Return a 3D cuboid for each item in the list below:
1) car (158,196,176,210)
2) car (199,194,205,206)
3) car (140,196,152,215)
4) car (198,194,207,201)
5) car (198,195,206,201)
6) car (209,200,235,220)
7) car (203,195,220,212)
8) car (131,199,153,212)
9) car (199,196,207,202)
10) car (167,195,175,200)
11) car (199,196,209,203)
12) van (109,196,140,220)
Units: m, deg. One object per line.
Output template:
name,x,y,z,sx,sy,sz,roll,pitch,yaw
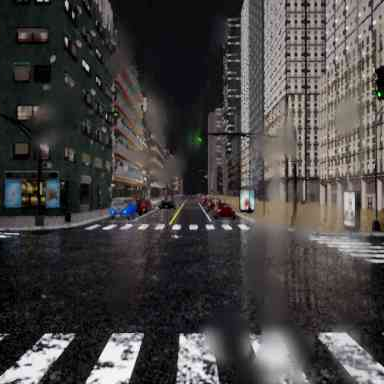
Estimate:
car,-3.074,1.567,41.994,1.994,1.385,4.181,0,0,0
car,2.599,1.449,55.531,1.967,1.590,4.097,0,0,0
car,-5.741,1.316,33.407,2.192,1.841,5.009,0,0,0
car,2.551,1.345,83.170,2.192,1.841,5.009,0,0,0
car,2.539,1.587,88.697,2.008,1.369,4.403,0,0,0
car,2.648,1.582,27.893,1.802,1.307,4.206,0,0,0
car,2.629,1.442,38.949,1.967,1.590,4.097,0,0,0
car,-5.753,1.547,38.935,1.887,1.381,4.507,0,0,0
car,2.559,1.607,77.642,1.802,1.307,4.206,0,0,0
car,-5.851,1.608,94.211,1.947,1.339,4.313,0,0,0
car,2.569,1.566,72.114,1.887,1.381,4.507,0,0,0
van,-5.731,1.341,27.879,1.690,1.788,3.998,0,0,0
